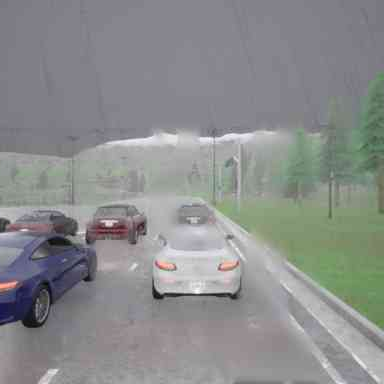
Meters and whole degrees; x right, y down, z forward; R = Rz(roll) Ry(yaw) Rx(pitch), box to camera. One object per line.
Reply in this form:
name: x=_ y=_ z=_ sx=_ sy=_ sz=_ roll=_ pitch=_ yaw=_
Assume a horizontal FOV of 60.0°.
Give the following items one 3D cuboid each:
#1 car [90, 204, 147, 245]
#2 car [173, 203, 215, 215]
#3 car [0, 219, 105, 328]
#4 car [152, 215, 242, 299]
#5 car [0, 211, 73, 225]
car: x=-3.398 y=1.352 z=15.767 sx=2.097 sy=1.767 sz=4.553 roll=0 pitch=0 yaw=0
car: x=0.105 y=1.352 z=17.192 sx=2.097 sy=1.767 sz=4.553 roll=0 pitch=0 yaw=0
car: x=-3.393 y=1.526 z=6.848 sx=1.812 sy=1.442 sz=4.674 roll=0 pitch=0 yaw=0
car: x=0.102 y=1.526 z=8.301 sx=1.812 sy=1.442 sz=4.674 roll=0 pitch=0 yaw=0
car: x=-6.897 y=1.564 z=15.705 sx=1.994 sy=1.385 sz=4.181 roll=0 pitch=0 yaw=0
